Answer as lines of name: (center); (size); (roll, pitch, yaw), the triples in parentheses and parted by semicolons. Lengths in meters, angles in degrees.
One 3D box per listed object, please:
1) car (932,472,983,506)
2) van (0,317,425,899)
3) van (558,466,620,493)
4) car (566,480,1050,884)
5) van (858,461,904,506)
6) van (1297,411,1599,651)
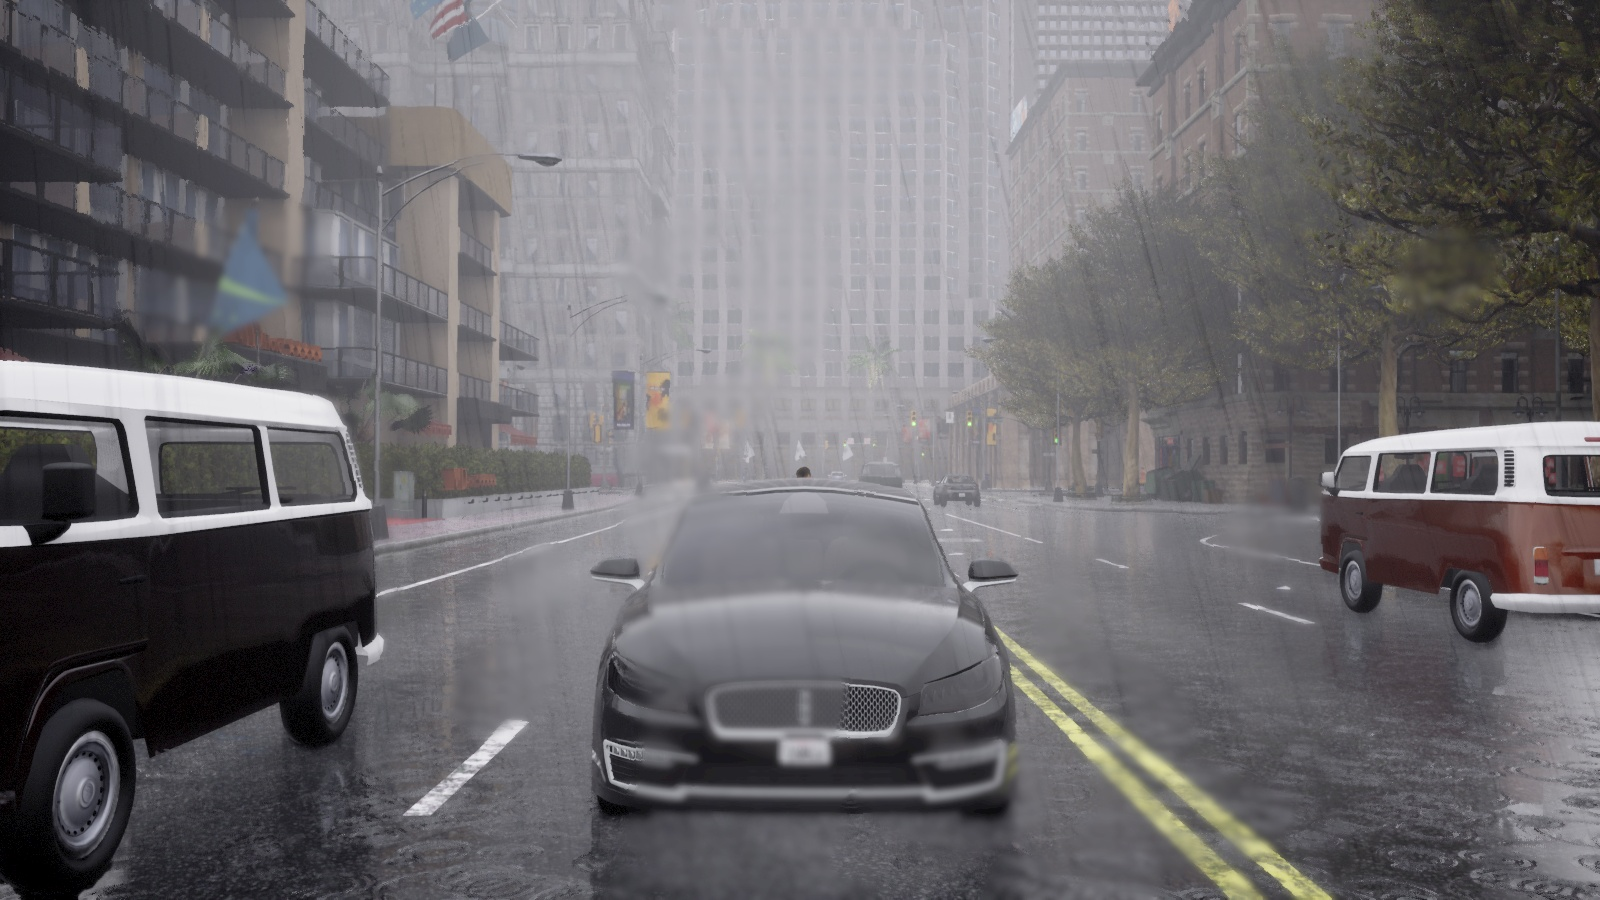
car: (7.152, 1.754, 57.316); (1.816, 1.474, 4.193); (0, -1, 0)
van: (-3.470, 0.649, 5.863); (2.069, 2.038, 4.480); (0, -1, 0)
van: (-15.661, 2.186, 93.452); (4.442, 1.987, 1.775); (0, -1, -6)
car: (0.033, 0.940, 7.224); (1.837, 1.490, 4.892); (0, -1, 0)
van: (3.651, 1.505, 57.184); (1.775, 1.987, 4.442); (0, -1, 0)
van: (7.046, 0.725, 12.935); (2.069, 2.038, 4.480); (0, -1, 0)
